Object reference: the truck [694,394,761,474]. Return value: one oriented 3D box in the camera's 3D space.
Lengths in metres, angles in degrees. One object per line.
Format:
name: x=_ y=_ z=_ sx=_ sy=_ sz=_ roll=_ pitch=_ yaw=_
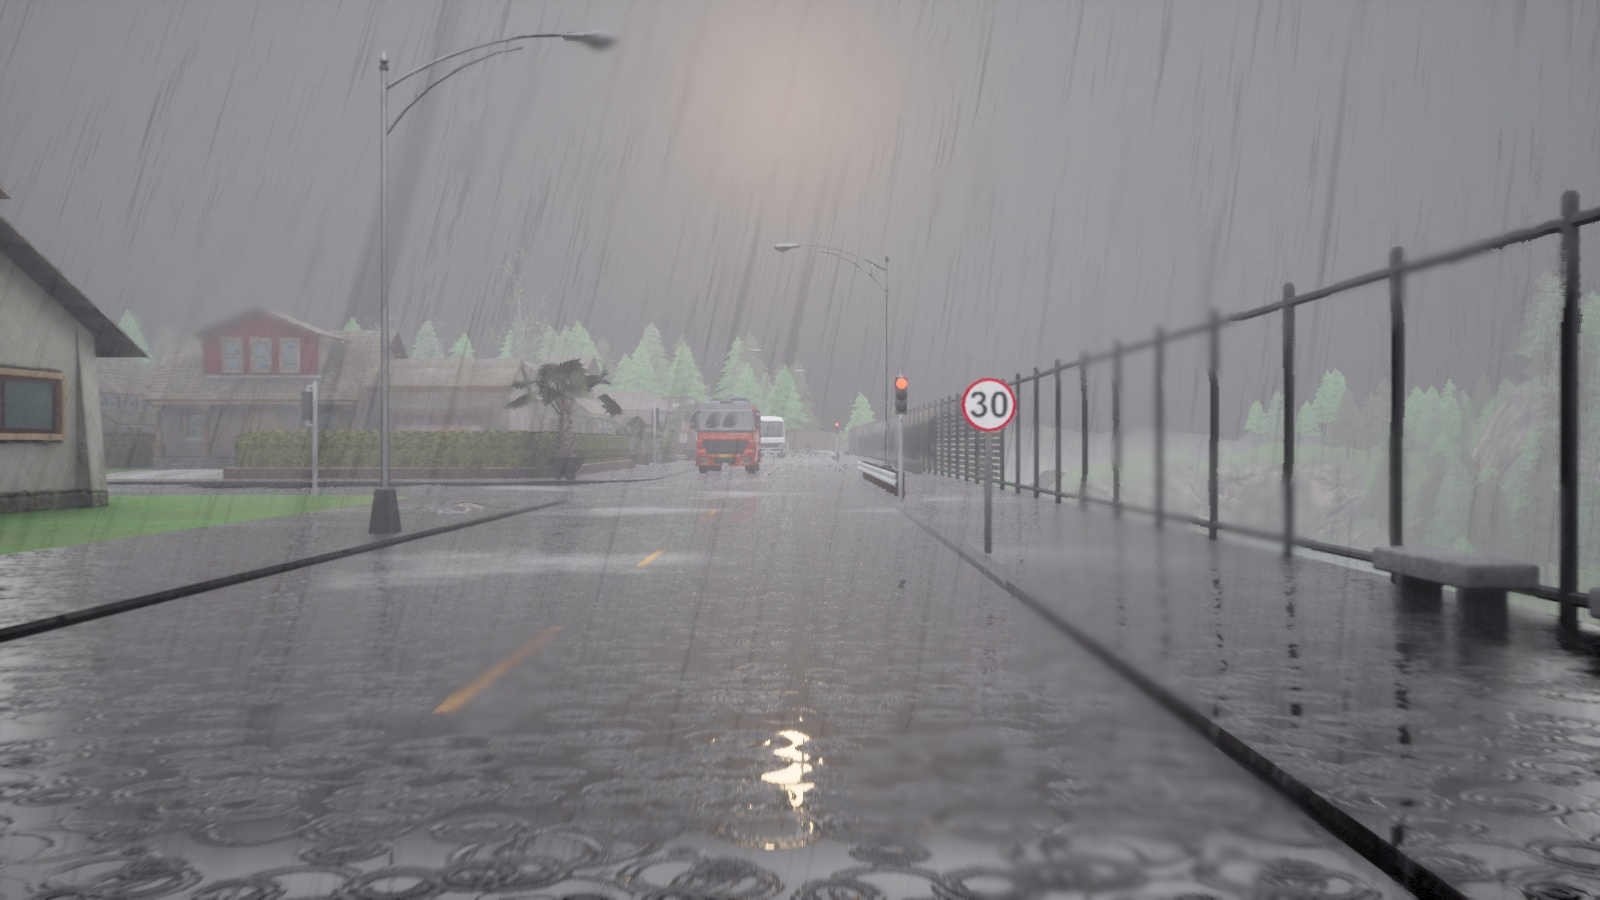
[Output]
truck: x=-3.579 y=-0.784 z=64.282 sx=2.891 sy=3.827 sz=8.468 roll=0 pitch=0 yaw=0
